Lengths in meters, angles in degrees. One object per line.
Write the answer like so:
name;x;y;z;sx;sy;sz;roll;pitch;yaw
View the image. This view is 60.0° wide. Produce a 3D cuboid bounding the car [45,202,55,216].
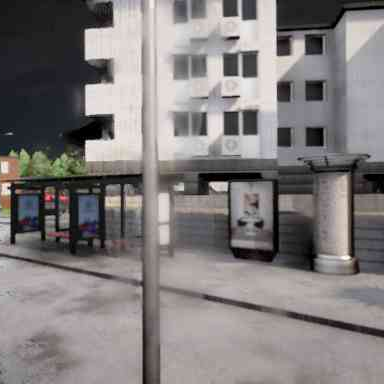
car;-15.254;1.786;33.534;1.837;1.490;4.892;-1;0;35
